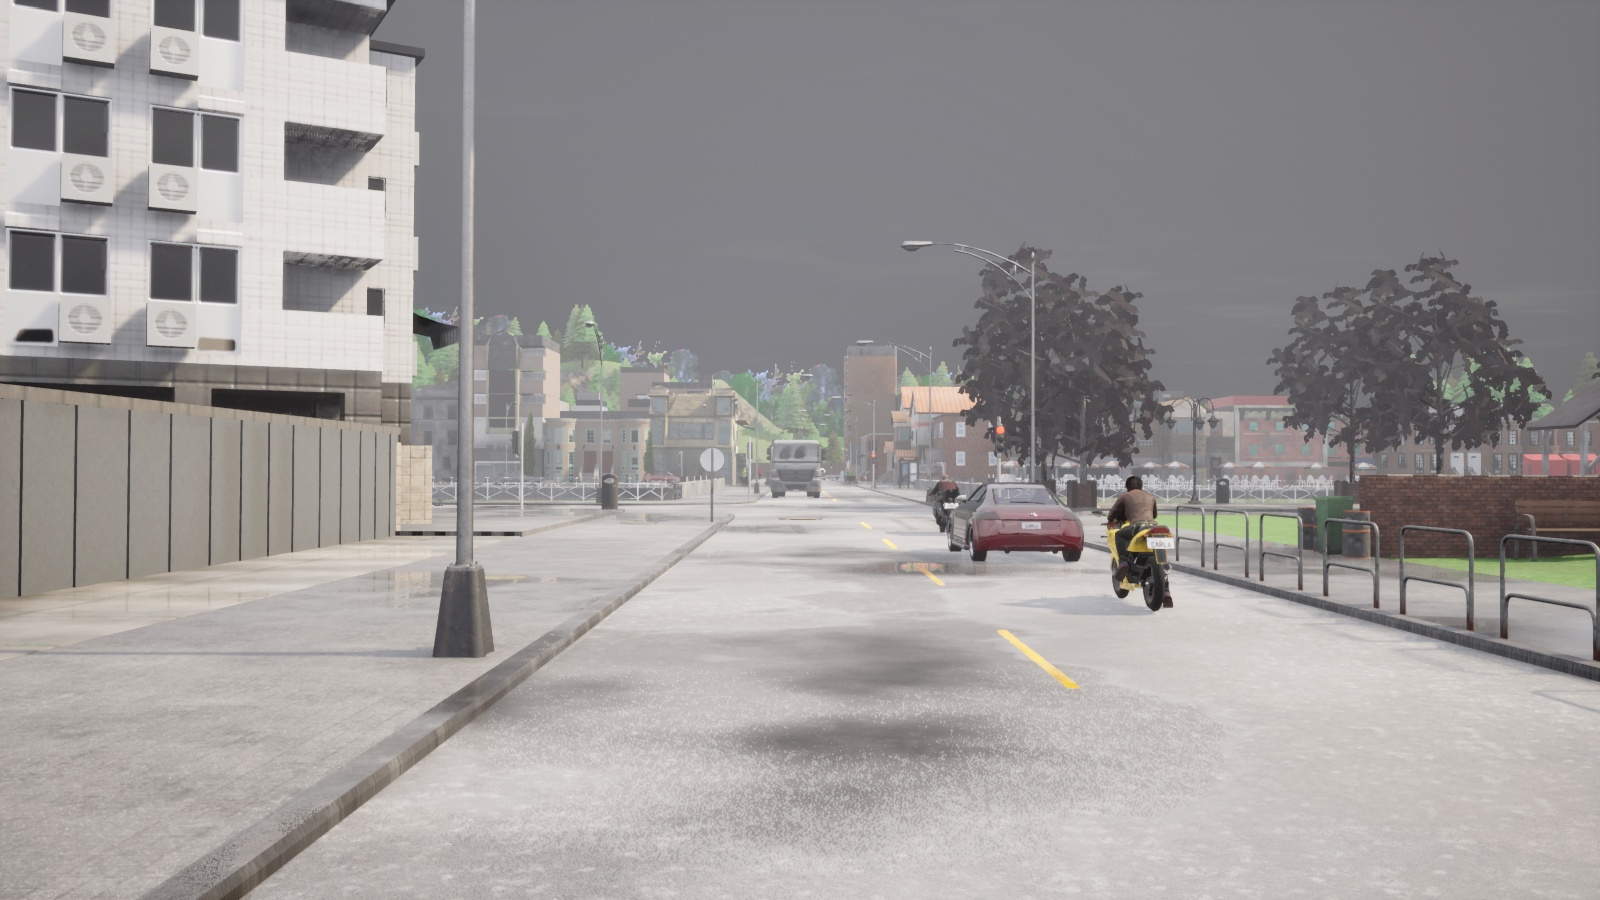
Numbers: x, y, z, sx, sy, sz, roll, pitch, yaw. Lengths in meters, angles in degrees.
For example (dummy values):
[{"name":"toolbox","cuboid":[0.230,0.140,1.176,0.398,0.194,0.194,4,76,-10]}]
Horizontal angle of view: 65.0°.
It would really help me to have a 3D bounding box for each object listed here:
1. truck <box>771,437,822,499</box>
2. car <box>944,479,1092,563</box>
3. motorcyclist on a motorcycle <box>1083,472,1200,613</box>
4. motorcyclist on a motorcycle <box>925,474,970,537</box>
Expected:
[{"name":"truck","cuboid":[-0.218,1.085,74.708,2.891,3.462,7.936,0,-1,0]},{"name":"car","cuboid":[3.933,1.254,23.348,1.994,1.385,4.181,0,-1,0]},{"name":"motorcyclist on a motorcycle","cuboid":[3.957,1.028,14.727,0.797,1.523,2.044,0,-1,0]},{"name":"motorcyclist on a motorcycle","cuboid":[3.677,1.362,31.448,0.866,1.530,2.191,0,-1,0]}]
